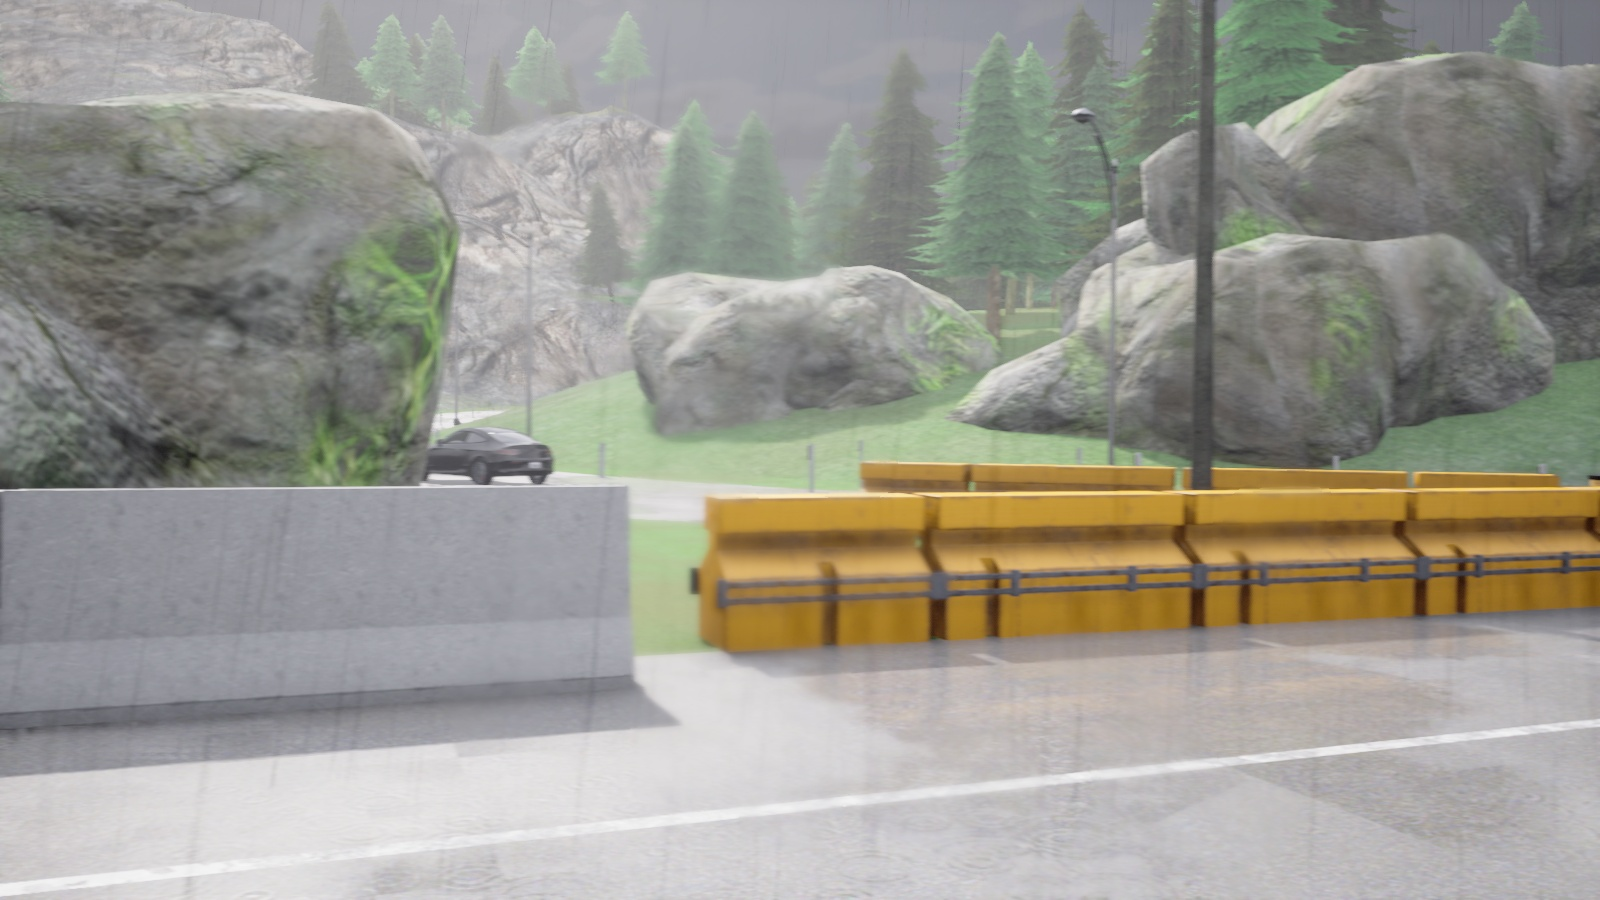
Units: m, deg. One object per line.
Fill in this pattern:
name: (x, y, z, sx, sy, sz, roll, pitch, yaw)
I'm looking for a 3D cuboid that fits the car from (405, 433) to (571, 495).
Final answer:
car: (-8.011, 0.302, 32.020, 4.674, 1.442, 1.812, 1, 2, 43)
